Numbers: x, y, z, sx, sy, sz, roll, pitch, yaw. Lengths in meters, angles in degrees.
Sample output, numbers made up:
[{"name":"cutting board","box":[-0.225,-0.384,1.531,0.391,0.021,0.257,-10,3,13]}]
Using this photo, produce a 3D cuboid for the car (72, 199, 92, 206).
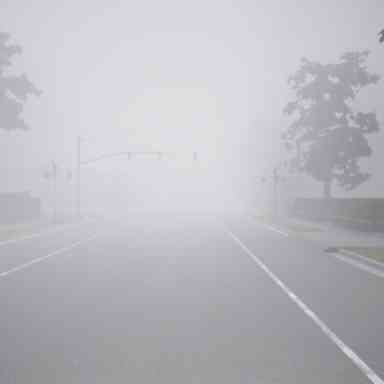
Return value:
[{"name":"car","box":[-24.040,2.253,72.778,3.806,1.475,1.970,0,-1,1]}]

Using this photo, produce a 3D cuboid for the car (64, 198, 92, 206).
[{"name":"car","box":[-23.323,2.029,67.030,4.611,1.667,2.242,0,-1,1]}]
